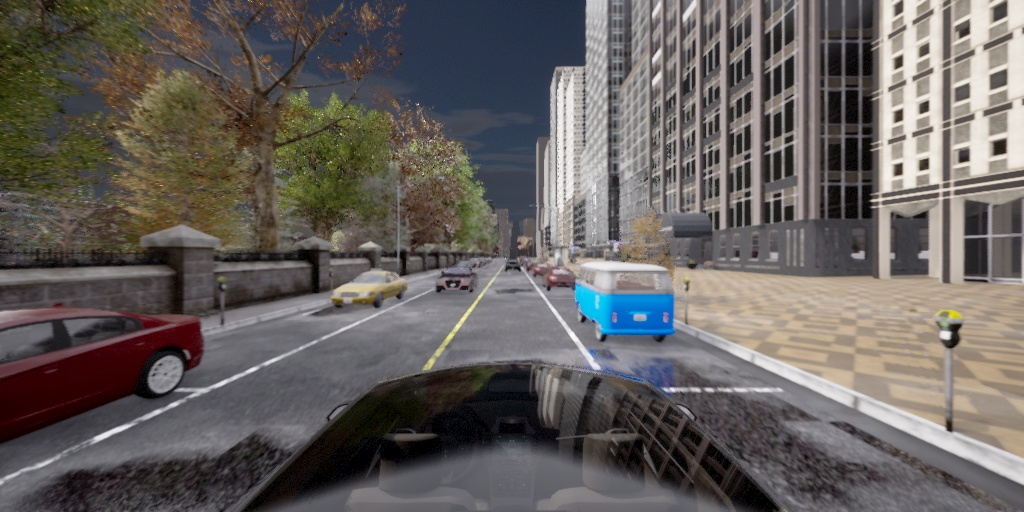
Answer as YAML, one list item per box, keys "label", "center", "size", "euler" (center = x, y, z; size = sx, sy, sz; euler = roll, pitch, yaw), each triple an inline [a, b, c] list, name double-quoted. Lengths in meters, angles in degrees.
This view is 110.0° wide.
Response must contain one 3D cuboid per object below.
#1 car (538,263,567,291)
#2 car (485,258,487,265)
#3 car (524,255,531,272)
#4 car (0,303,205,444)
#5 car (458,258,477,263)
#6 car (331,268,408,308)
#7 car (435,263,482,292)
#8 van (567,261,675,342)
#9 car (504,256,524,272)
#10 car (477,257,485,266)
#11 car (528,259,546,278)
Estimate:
- label: "car"
  center: [2.683, 1.248, 20.647]
  size: [1.802, 1.307, 4.207]
  euler: [0, 0, 0]
- label: "car"
  center: [-5.708, 1.082, 60.068]
  size: [1.948, 1.339, 4.313]
  euler: [0, 0, 0]
- label: "car"
  center: [2.677, 1.012, 43.176]
  size: [1.967, 1.591, 4.097]
  euler: [0, 0, 0]
- label: "car"
  center: [-5.693, 1.285, 3.748]
  size: [1.888, 1.381, 4.507]
  euler: [0, 0, 0]
- label: "car"
  center: [-5.703, 1.137, 43.174]
  size: [1.948, 1.339, 4.313]
  euler: [0, 0, 0]
- label: "car"
  center: [-5.696, 1.215, 14.843]
  size: [1.751, 1.417, 4.829]
  euler: [0, 0, 0]
- label: "car"
  center: [-3.006, 1.275, 20.242]
  size: [1.994, 1.385, 4.181]
  euler: [0, 0, 0]
- label: "van"
  center: [2.686, 1.056, 9.384]
  size: [1.690, 1.789, 3.998]
  euler: [0, 0, 0]
- label: "car"
  center: [0.091, 1.077, 43.222]
  size: [1.837, 1.490, 4.892]
  euler: [0, 0, -1]
- label: "car"
  center: [-5.707, 0.972, 54.437]
  size: [1.967, 1.591, 4.097]
  euler: [0, 0, 0]
- label: "car"
  center: [2.680, 1.201, 31.912]
  size: [1.802, 1.307, 4.207]
  euler: [0, 0, 0]
